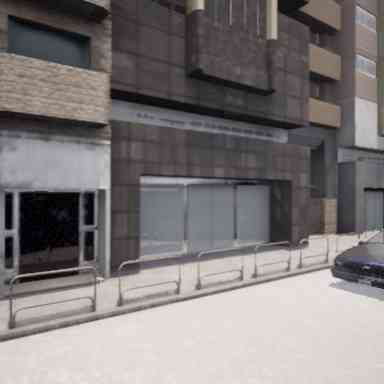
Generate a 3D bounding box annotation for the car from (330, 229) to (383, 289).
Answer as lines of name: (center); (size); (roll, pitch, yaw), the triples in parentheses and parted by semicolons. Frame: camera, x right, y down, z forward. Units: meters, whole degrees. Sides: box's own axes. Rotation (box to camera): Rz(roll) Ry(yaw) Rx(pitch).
car: (5.942, 1.590, 8.768); (5.357, 1.411, 2.033); (0, 0, -35)
